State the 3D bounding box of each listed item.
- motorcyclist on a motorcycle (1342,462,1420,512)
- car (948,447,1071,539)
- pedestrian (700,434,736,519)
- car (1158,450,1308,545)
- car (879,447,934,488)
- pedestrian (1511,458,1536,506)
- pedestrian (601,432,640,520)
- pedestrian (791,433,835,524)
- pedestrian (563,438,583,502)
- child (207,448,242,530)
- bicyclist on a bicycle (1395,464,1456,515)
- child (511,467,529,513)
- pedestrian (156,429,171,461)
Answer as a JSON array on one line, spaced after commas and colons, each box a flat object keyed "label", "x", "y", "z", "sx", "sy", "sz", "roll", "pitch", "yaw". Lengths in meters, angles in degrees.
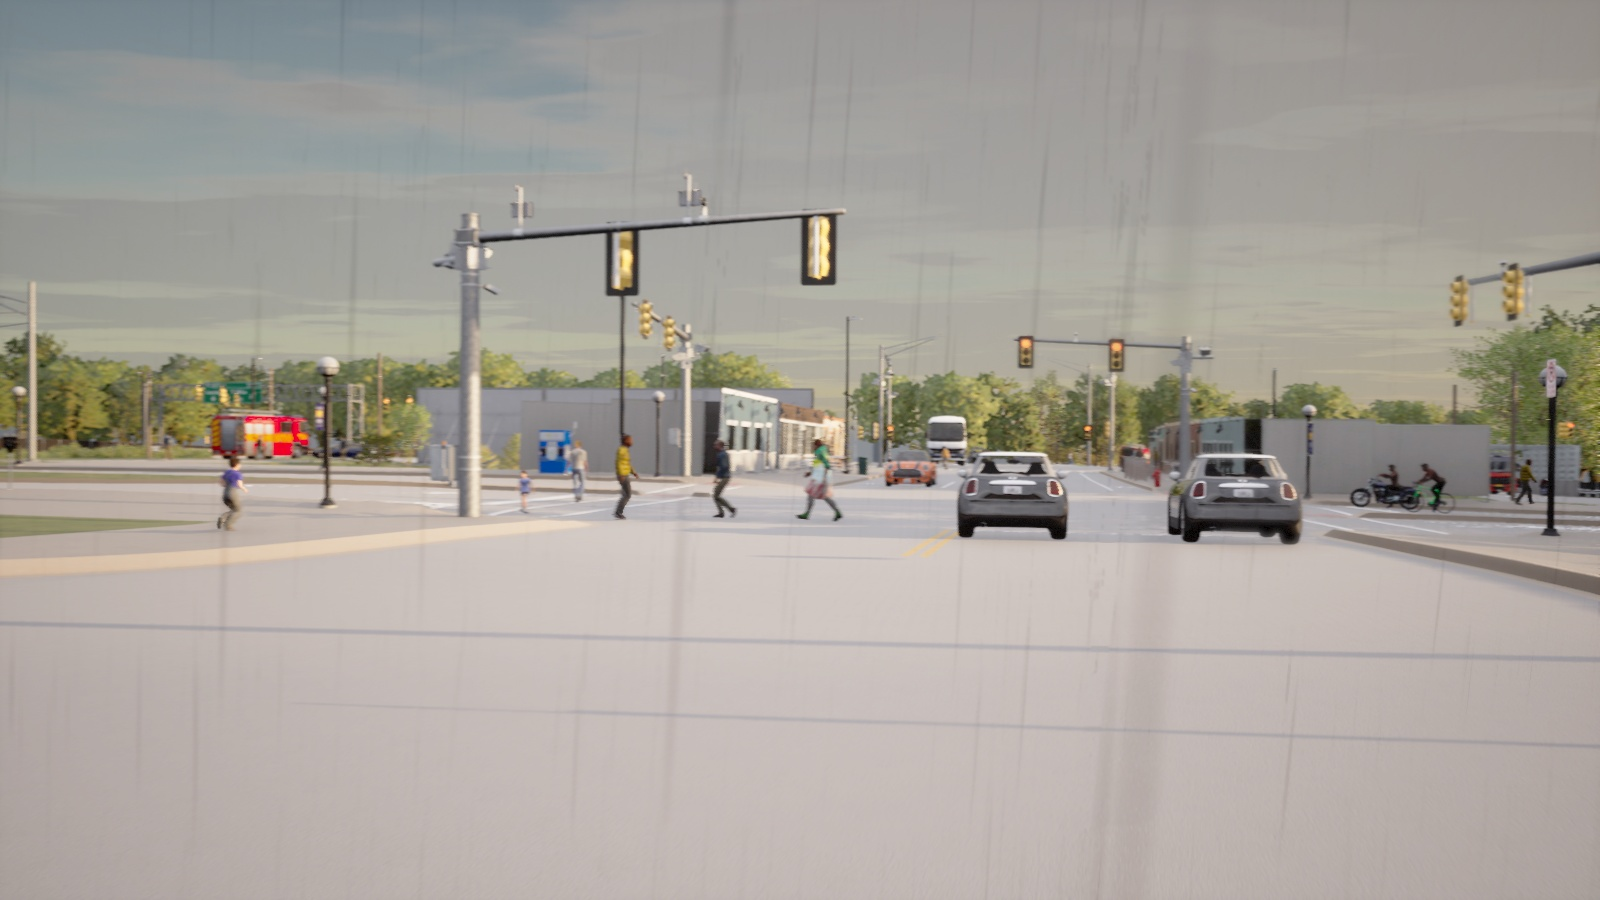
[{"label": "motorcyclist on a motorcycle", "x": 20.787, "y": 1.323, "z": 44.946, "sx": 2.350, "sy": 1.649, "sz": 0.766, "roll": 2, "pitch": 0, "yaw": 12}, {"label": "car", "x": 3.722, "y": 0.737, "z": 22.440, "sx": 1.970, "sy": 1.475, "sz": 3.806, "roll": 1, "pitch": -1, "yaw": 9}, {"label": "pedestrian", "x": -1.809, "y": 0.573, "z": 27.697, "sx": 0.726, "sy": 1.842, "sz": 0.402, "roll": 1, "pitch": 1, "yaw": 7}, {"label": "car", "x": 7.391, "y": 0.778, "z": 21.780, "sx": 1.970, "sy": 1.475, "sz": 3.806, "roll": 1, "pitch": -1, "yaw": 12}, {"label": "car", "x": 4.954, "y": 0.766, "z": 57.814, "sx": 2.097, "sy": 1.767, "sz": 4.553, "roll": 1, "pitch": 0, "yaw": 10}, {"label": "pedestrian", "x": 27.590, "y": 1.219, "z": 47.913, "sx": 0.726, "sy": 1.835, "sz": 0.370, "roll": 1, "pitch": 1, "yaw": 11}, {"label": "pedestrian", "x": -3.788, "y": 0.536, "z": 26.531, "sx": 0.726, "sy": 1.835, "sz": 0.370, "roll": 1, "pitch": 1, "yaw": 4}, {"label": "pedestrian", "x": 0.298, "y": 0.604, "z": 27.438, "sx": 0.873, "sy": 1.952, "sz": 0.659, "roll": 1, "pitch": 1, "yaw": 7}, {"label": "pedestrian", "x": -6.639, "y": 0.575, "z": 36.781, "sx": 0.354, "sy": 1.836, "sz": 0.706, "roll": 1, "pitch": 1, "yaw": 7}, {"label": "child", "x": -9.008, "y": 0.600, "z": 19.653, "sx": 0.270, "sy": 1.263, "sz": 0.437, "roll": 1, "pitch": 1, "yaw": 19}, {"label": "bicyclist on a bicycle", "x": 20.564, "y": 1.286, "z": 41.322, "sx": 1.656, "sy": 1.620, "sz": 0.582, "roll": 2, "pitch": 0, "yaw": 8}, {"label": "child", "x": -6.907, "y": 0.989, "z": 30.977, "sx": 0.255, "sy": 1.110, "sz": 0.394, "roll": 1, "pitch": 1, "yaw": 20}, {"label": "pedestrian", "x": -38.611, "y": -0.307, "z": 76.134, "sx": 0.423, "sy": 1.949, "sz": 0.788, "roll": 1, "pitch": 1, "yaw": 9}]
